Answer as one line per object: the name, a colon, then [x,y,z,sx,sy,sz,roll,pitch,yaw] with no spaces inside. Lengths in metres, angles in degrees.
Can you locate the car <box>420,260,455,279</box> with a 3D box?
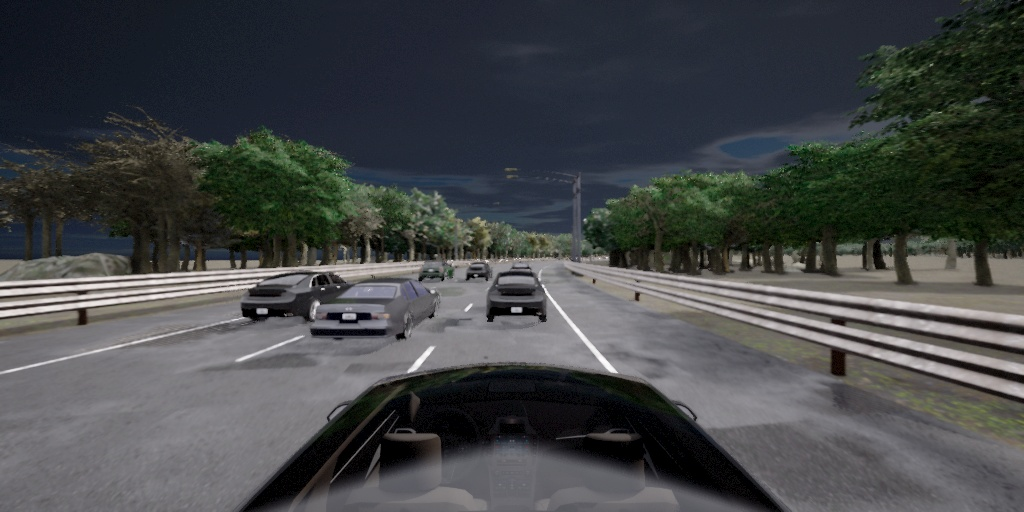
car: [-6.208,1.147,30.194,2.097,1.767,4.553,0,0,3]

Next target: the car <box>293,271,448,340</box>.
car: [-3.375,1.311,9.991,2.033,1.411,5.357,0,0,0]

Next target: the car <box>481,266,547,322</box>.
car: [0.163,1.270,12.482,1.837,1.490,4.892,0,0,1]

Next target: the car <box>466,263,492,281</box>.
car: [-2.685,1.300,30.564,1.837,1.490,4.892,0,0,3]

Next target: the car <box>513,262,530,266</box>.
car: [0.812,1.286,30.407,2.128,1.511,4.902,0,0,3]

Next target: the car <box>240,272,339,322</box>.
car: [-6.838,1.273,12.286,1.837,1.490,4.892,0,0,1]
